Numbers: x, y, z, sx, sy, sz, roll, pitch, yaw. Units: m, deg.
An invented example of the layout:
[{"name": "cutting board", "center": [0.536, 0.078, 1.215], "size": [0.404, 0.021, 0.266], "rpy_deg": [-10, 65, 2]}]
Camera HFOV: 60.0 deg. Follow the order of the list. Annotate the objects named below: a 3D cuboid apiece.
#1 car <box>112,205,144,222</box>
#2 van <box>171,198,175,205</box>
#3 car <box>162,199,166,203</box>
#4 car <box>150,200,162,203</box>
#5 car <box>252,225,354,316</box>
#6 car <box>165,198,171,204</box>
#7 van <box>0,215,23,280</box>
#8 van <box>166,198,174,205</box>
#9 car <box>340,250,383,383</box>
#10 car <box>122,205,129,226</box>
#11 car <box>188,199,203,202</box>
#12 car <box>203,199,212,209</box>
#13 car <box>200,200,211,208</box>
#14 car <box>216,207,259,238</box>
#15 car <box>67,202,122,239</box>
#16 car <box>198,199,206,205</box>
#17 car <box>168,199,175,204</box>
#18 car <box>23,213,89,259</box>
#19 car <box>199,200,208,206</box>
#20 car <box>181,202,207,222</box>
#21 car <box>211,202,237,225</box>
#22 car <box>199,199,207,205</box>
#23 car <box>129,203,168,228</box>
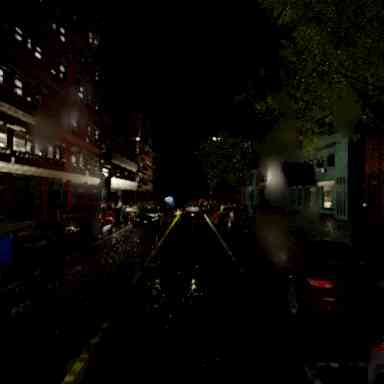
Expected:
[{"name": "car", "center": [-5.715, 1.885, 30.179], "size": [2.008, 1.369, 4.403], "rpy_deg": [0, -1, 0]}, {"name": "van", "center": [-5.757, 2.301, 81.450], "size": [1.690, 1.788, 3.998], "rpy_deg": [0, -1, 0]}, {"name": "car", "center": [-5.733, 2.147, 52.966], "size": [1.887, 1.381, 4.507], "rpy_deg": [0, -1, 0]}, {"name": "car", "center": [-5.729, 2.058, 47.099], "size": [1.752, 1.417, 4.829], "rpy_deg": [0, -1, 0]}, {"name": "car", "center": [2.684, 1.661, 7.399], "size": [1.802, 1.307, 4.206], "rpy_deg": [0, -1, 0]}, {"name": "car", "center": [-5.742, 2.307, 64.357], "size": [1.947, 1.339, 4.313], "rpy_deg": [0, -1, 0]}, {"name": "van", "center": [-5.698, 1.421, 7.396], "size": [1.690, 1.788, 3.998], "rpy_deg": [0, -1, 0]}, {"name": "van", "center": [-5.761, 2.375, 87.146], "size": [1.690, 1.788, 3.998], "rpy_deg": [0, -1, 0]}, {"name": "car", "center": [2.688, 1.459, 1.703], "size": [1.967, 1.590, 4.097], "rpy_deg": [0, -1, 0]}, {"name": "car", "center": [-5.710, 1.835, 24.483], "size": [1.947, 1.339, 4.313], "rpy_deg": [0, -1, 0]}, {"name": "car", "center": [0.060, 2.003, 45.404], "size": [2.128, 1.511, 4.902], "rpy_deg": [0, -1, 0]}, {"name": "car", "center": [2.648, 2.152, 52.970], "size": [2.008, 1.369, 4.403], "rpy_deg": [0, -1, 0]}, {"name": "car", "center": [2.638, 2.285, 64.361], "size": [1.887, 1.381, 4.507], "rpy_deg": [0, -1, 0]}, {"name": "car", "center": [2.675, 1.755, 18.791], "size": [2.008, 1.369, 4.403], "rpy_deg": [0, -1, 0]}, {"name": "car", "center": [-5.707, 1.520, 18.789], "size": [2.192, 1.841, 5.009], "rpy_deg": [0, -1, 0]}, {"name": "car", "center": [2.620, 2.599, 87.146], "size": [1.947, 1.339, 4.313], "rpy_deg": [0, -1, 0]}, {"name": "car", "center": [-5.765, 2.691, 92.840], "size": [1.802, 1.307, 4.206], "rpy_deg": [0, -1, 0]}, {"name": "car", "center": [-5.702, 1.724, 13.090], "size": [1.802, 1.307, 4.206], "rpy_deg": [0, -1, 0]}, {"name": "car", "center": [2.629, 2.467, 75.753], "size": [1.802, 1.307, 4.206], "rpy_deg": [0, -1, 0]}, {"name": "car", "center": [0.063, 1.888, 29.363], "size": [1.994, 1.385, 4.181], "rpy_deg": [0, -1, 0]}, {"name": "car", "center": [2.670, 1.708, 24.489], "size": [1.967, 1.590, 4.097], "rpy_deg": [0, -1, 0]}, {"name": "car", "center": [2.625, 2.504, 81.451], "size": [1.887, 1.381, 4.507], "rpy_deg": [0, -1, 0]}, {"name": "car", "center": [-3.098, 1.773, 24.448], "size": [1.837, 1.490, 4.892], "rpy_deg": [0, -1, 0]}]
